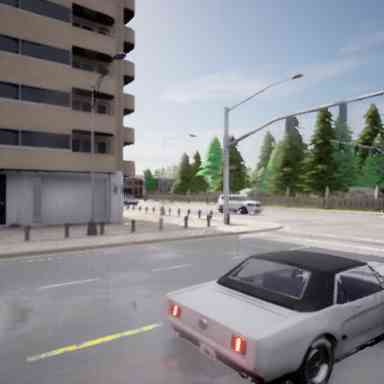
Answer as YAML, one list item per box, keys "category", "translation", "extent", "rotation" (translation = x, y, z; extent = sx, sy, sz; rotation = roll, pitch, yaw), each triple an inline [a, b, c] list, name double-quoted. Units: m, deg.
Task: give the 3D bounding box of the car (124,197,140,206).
- category: "car"
  translation: [-10.859, 1.611, 57.166]
  extent: [2.033, 1.411, 5.357]
  rotation: [0, 0, -35]

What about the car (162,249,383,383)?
- category: "car"
  translation: [2.009, 1.603, 5.221]
  extent: [4.718, 1.301, 1.895]
  rotation: [0, 0, -35]

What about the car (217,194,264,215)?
- category: "car"
  translation: [4.996, 1.286, 35.117]
  extent: [2.150, 2.045, 5.566]
  rotation: [0, 0, -36]
